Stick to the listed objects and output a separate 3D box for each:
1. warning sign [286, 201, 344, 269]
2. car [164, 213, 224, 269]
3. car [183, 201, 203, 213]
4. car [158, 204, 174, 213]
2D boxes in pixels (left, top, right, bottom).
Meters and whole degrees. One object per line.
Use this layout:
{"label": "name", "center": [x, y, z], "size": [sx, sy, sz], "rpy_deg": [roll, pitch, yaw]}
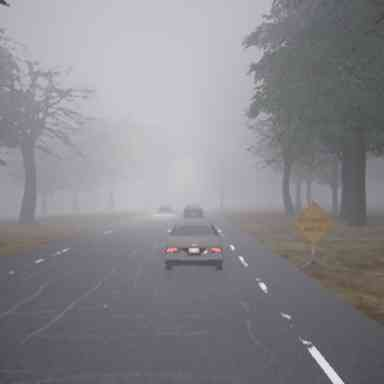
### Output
{"label": "warning sign", "center": [3.570, 1.218, 9.803], "size": [1.300, 1.860, 1.060], "rpy_deg": [1, 0, 0]}
{"label": "car", "center": [0.073, 1.673, 11.602], "size": [2.033, 1.411, 5.357], "rpy_deg": [0, -1, 0]}
{"label": "car", "center": [0.112, 1.912, 32.862], "size": [1.882, 1.535, 5.008], "rpy_deg": [0, -1, 0]}
{"label": "car", "center": [-3.560, 2.245, 45.633], "size": [1.895, 1.301, 4.718], "rpy_deg": [0, -1, 0]}
